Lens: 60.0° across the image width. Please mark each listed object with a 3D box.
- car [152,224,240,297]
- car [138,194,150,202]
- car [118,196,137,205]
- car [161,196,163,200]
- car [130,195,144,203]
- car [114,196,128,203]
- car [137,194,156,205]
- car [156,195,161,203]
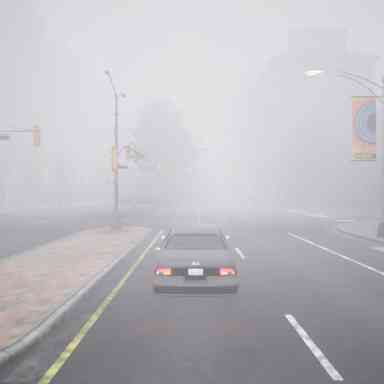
[{"bbox_3d":[0.083,1.546,8.752,2.033,1.411,5.357,0,0,0],"label":"car"},{"bbox_3d":[-11.421,1.340,79.526,2.097,1.767,4.553,0,0,0],"label":"car"},{"bbox_3d":[-11.509,1.480,59.594,2.128,1.511,4.902,0,0,0],"label":"car"},{"bbox_3d":[-7.922,1.485,77.757,1.837,1.490,4.892,0,0,0],"label":"car"},{"bbox_3d":[-11.431,1.512,69.515,2.128,1.511,4.902,0,0,0],"label":"car"},{"bbox_3d":[-14.680,1.581,69.396,1.895,1.301,4.718,0,0,0],"label":"car"},{"bbox_3d":[-8.014,1.552,58.910,1.994,1.385,4.181,0,0,1],"label":"car"},{"bbox_3d":[-7.951,1.512,67.428,1.812,1.442,4.674,0,0,1],"label":"car"}]
